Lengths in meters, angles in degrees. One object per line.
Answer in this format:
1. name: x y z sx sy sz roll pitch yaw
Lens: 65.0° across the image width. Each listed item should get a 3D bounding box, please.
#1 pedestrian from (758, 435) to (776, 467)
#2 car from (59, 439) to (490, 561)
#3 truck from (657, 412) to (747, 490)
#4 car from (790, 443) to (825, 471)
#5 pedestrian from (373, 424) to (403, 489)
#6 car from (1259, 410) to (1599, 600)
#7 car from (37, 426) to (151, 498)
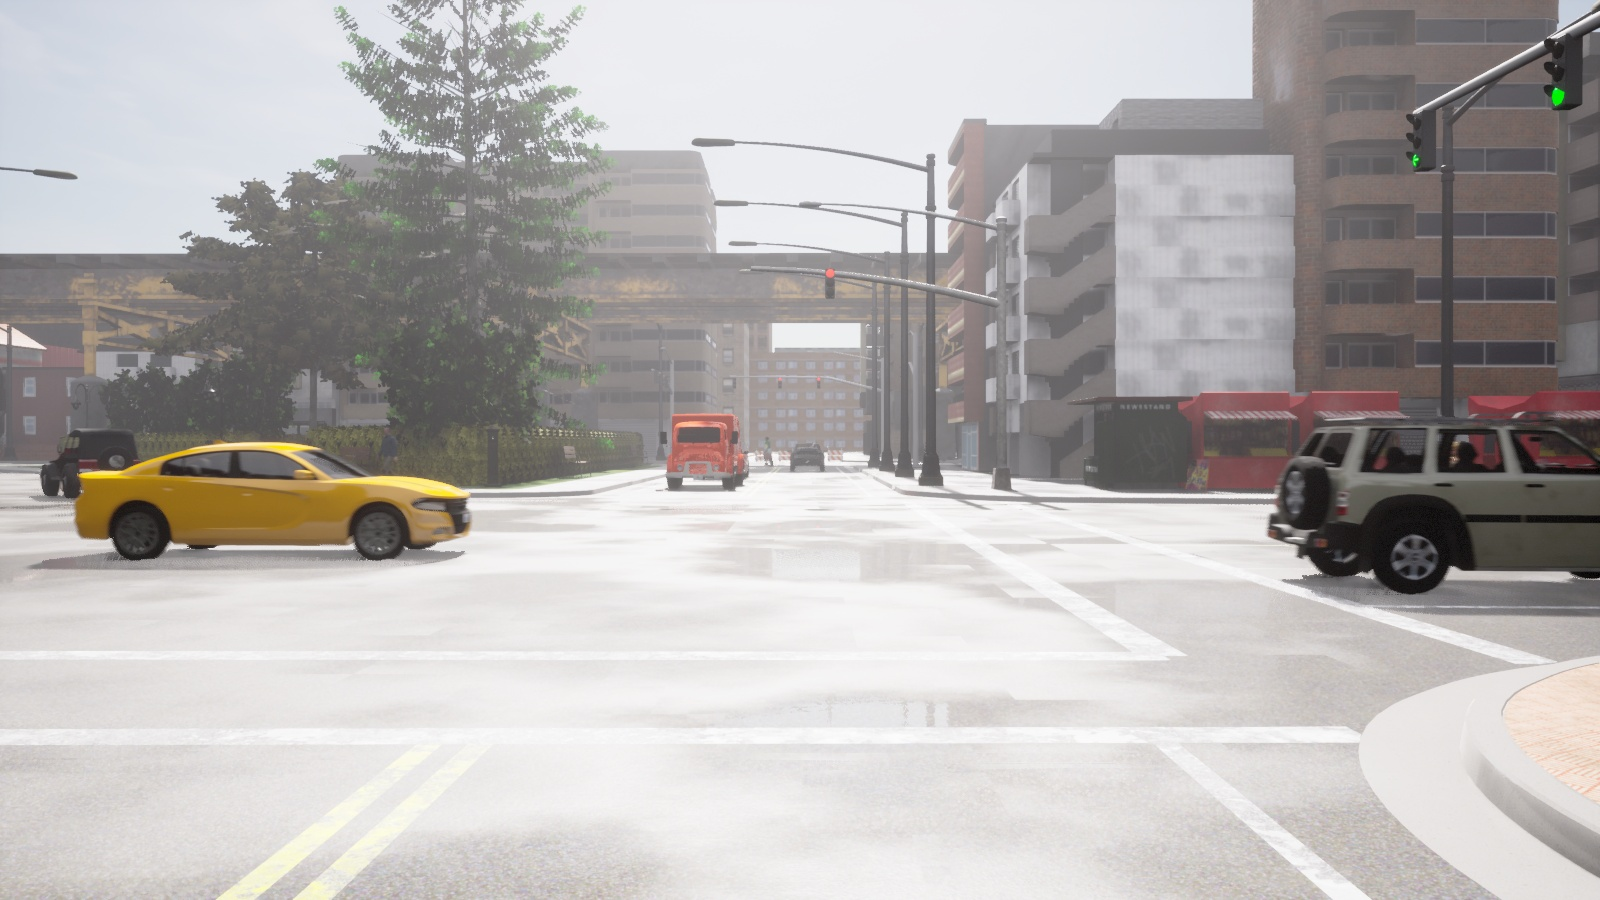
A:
1. pedestrian: -2.020 0.073 76.916 0.873 1.952 0.659 0 0 -25
2. car: -6.893 0.627 16.858 5.008 1.535 1.882 0 0 0
3. truck: -3.240 0.017 42.607 2.627 2.467 5.204 0 0 0
4. car: 0.406 0.366 68.269 1.837 1.490 4.892 0 0 0
5. pedestrian: -11.857 0.188 36.120 0.402 1.842 0.726 0 0 44
6. car: 7.556 0.547 13.388 4.605 1.855 1.932 1 0 0
7. car: -19.722 0.317 35.017 1.905 1.878 3.866 0 0 -43
